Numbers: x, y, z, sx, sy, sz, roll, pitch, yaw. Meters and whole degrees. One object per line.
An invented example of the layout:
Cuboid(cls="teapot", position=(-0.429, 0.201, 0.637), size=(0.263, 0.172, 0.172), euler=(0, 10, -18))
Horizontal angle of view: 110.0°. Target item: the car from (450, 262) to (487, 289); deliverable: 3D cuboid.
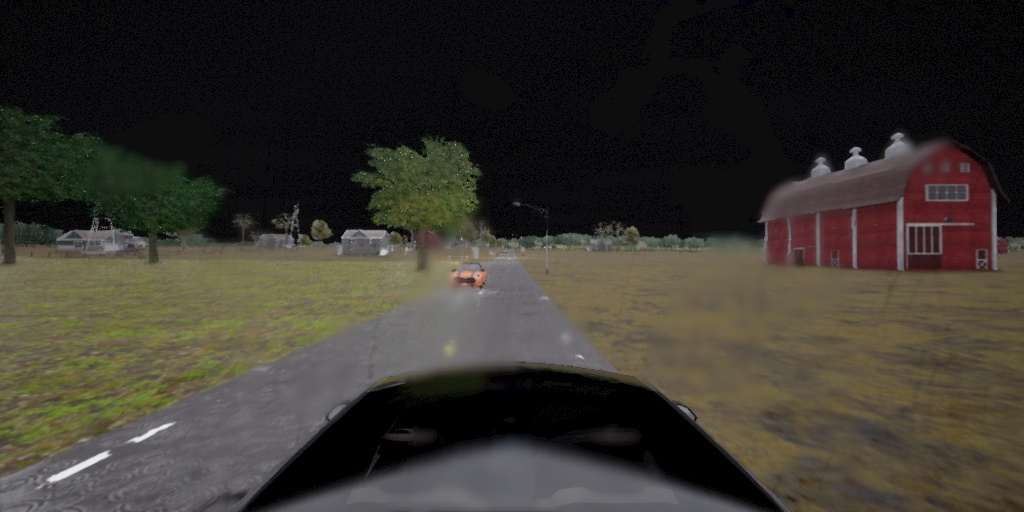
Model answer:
Cuboid(cls="car", position=(-2.850, 1.227, 24.219), size=(2.097, 1.767, 4.553), euler=(0, 0, 0))
